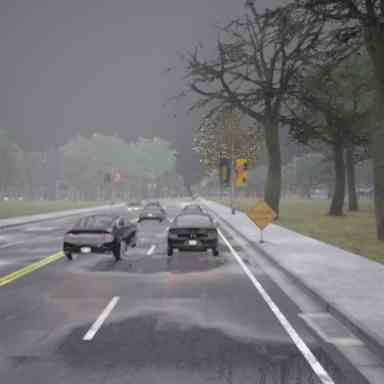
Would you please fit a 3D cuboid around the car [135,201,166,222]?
[{"bbox_3d":[-3.215,1.741,27.747,1.994,1.385,4.181,0,0,0],"label":"car"}]

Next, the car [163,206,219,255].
[{"bbox_3d":[0.049,1.562,13.722,1.882,1.535,5.008,0,0,0],"label":"car"}]

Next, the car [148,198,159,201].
[{"bbox_3d":[-6.588,1.847,56.912,1.882,1.535,5.008,0,0,0],"label":"car"}]

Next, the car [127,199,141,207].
[{"bbox_3d":[-9.836,1.933,57.077,1.994,1.385,4.181,0,0,0],"label":"car"}]

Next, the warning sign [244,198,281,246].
[{"bbox_3d":[2.844,1.199,13.574,1.300,1.860,1.060,0,0,0],"label":"warning sign"}]

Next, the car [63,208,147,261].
[{"bbox_3d":[-3.210,1.569,12.541,2.128,1.511,4.902,0,0,0],"label":"car"}]
